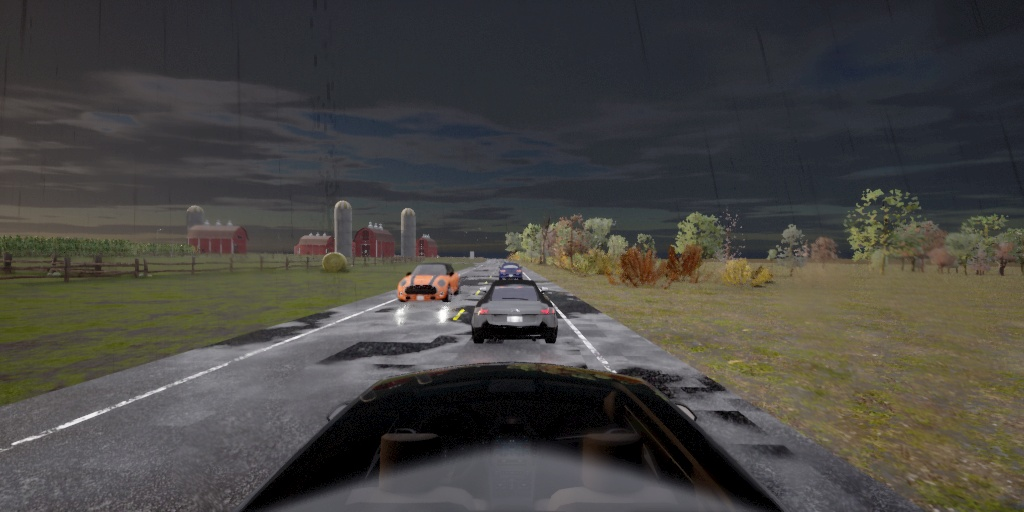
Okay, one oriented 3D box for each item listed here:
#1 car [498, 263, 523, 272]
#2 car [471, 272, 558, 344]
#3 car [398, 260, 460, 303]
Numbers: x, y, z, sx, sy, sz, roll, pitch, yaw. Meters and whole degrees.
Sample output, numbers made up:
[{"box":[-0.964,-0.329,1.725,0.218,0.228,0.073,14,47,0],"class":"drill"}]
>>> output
[{"box":[-0.117,1.274,29.033,1.812,1.442,4.674,0,0,-1],"class":"car"},{"box":[0.058,1.313,9.640,1.994,1.385,4.181,0,0,0],"class":"car"},{"box":[-3.690,1.100,16.625,2.097,1.767,4.553,0,0,0],"class":"car"}]
